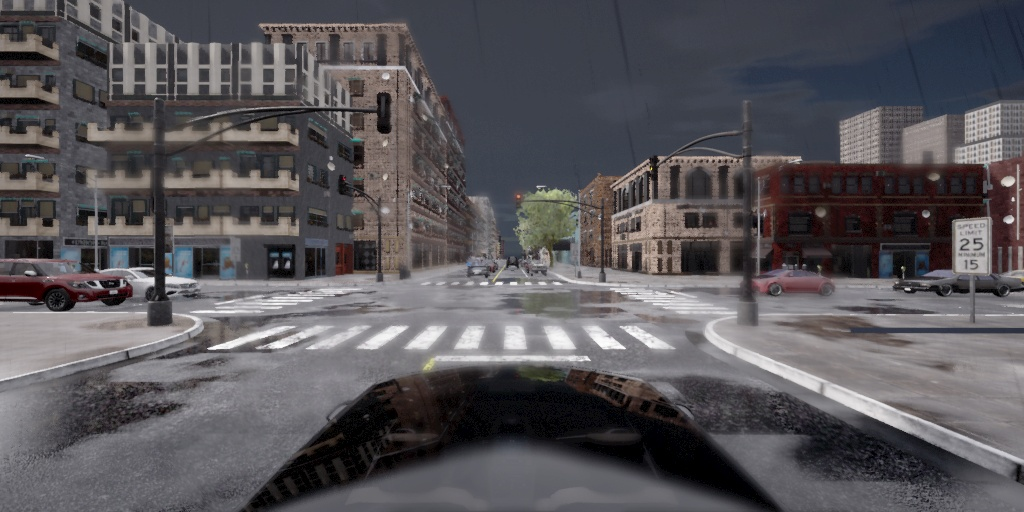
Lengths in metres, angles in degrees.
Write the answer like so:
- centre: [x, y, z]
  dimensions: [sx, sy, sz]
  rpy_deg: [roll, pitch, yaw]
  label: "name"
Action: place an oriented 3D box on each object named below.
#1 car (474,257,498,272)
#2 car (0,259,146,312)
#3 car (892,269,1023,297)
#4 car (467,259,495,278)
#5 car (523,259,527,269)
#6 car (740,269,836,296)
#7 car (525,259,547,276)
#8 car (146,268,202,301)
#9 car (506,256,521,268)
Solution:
- centre: [-3.103, 1.143, 44.231]
  dimensions: [2.097, 1.767, 4.553]
  rpy_deg: [0, 0, 0]
  label: "car"
- centre: [-17.278, 1.013, 13.266]
  dimensions: [5.009, 1.841, 2.192]
  rpy_deg: [0, 0, 0]
  label: "car"
- centre: [24.018, 1.412, 19.354]
  dimensions: [5.357, 1.411, 2.033]
  rpy_deg: [0, 0, 0]
  label: "car"
- centre: [-3.106, 1.266, 34.337]
  dimensions: [2.128, 1.511, 4.902]
  rpy_deg: [0, 0, 0]
  label: "car"
- centre: [2.686, 1.228, 42.684]
  dimensions: [1.967, 1.591, 4.097]
  rpy_deg: [0, 0, 0]
  label: "car"
- centre: [14.716, 1.387, 19.286]
  dimensions: [4.181, 1.385, 1.994]
  rpy_deg: [0, 0, 0]
  label: "car"
- centre: [2.686, 1.330, 36.987]
  dimensions: [2.007, 1.370, 4.403]
  rpy_deg: [0, 0, 0]
  label: "car"
- centre: [-16.529, 1.227, 15.861]
  dimensions: [4.674, 1.442, 1.812]
  rpy_deg: [0, 0, 0]
  label: "car"
- centre: [0.087, 1.048, 63.382]
  dimensions: [2.150, 2.045, 5.566]
  rpy_deg: [0, 0, 0]
  label: "car"
